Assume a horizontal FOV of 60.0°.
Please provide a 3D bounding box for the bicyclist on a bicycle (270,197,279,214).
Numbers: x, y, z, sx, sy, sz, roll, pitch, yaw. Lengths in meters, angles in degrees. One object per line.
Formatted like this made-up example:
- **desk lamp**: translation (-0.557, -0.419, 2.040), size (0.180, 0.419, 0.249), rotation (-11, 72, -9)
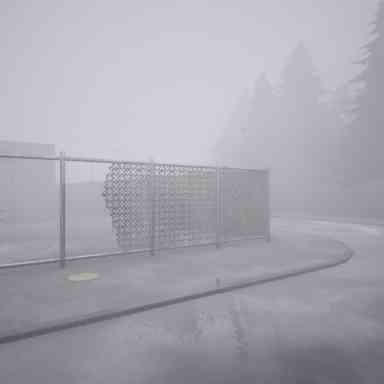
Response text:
- **bicyclist on a bicycle**: translation (7.935, 1.349, 32.468), size (1.656, 1.620, 0.582), rotation (0, 0, -36)
